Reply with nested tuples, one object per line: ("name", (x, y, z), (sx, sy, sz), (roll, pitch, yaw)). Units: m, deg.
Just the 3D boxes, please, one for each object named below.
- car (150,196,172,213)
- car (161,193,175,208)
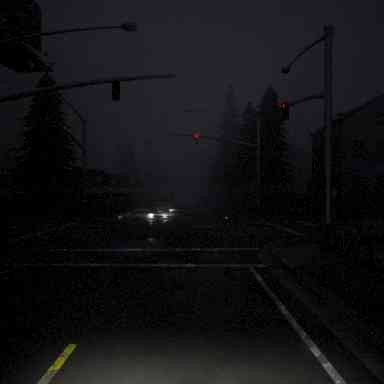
("car", (-3.600, 1.505, 37.428), (1.837, 1.490, 4.892), (0, 0, 0))
("car", (-3.589, 1.221, 47.894), (2.150, 2.045, 5.566), (0, 0, 1))
